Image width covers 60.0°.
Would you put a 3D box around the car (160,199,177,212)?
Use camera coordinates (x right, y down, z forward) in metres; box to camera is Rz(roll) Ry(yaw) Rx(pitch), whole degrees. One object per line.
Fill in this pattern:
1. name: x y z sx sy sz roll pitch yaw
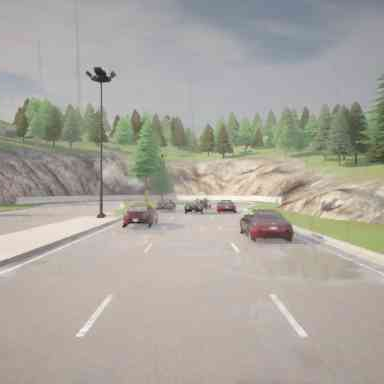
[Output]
1. car: -3.018 1.547 39.641 2.033 1.411 5.357 0 0 5

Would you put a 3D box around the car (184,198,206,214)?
1. car: 0.251 1.601 35.369 1.895 1.301 4.718 0 0 2

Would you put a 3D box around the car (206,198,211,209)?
1. car: 1.387 1.491 44.568 2.128 1.511 4.902 0 0 12

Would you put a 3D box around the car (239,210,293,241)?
1. car: 3.594 1.564 16.663 1.994 1.385 4.181 0 0 0

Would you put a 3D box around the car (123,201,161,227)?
1. car: -3.408 1.526 22.351 1.812 1.442 4.674 0 0 0

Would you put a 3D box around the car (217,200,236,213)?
1. car: 3.837 1.564 37.464 1.994 1.385 4.181 0 0 3
